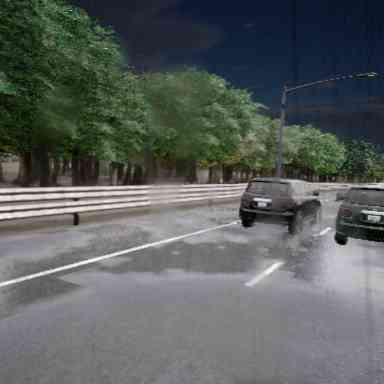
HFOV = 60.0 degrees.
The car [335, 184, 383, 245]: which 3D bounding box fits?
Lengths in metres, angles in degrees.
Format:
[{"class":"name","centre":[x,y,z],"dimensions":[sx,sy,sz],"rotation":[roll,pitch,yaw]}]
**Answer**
[{"class":"car","centre":[6.582,0.755,11.746],"dimensions":[2.150,2.045,5.566],"rotation":[5,5,32]}]

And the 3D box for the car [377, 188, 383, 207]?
[{"class":"car","centre":[18.096,0.467,29.959],"dimensions":[2.128,1.511,4.902],"rotation":[6,5,33]}]

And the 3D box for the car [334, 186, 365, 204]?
[{"class":"car","centre":[15.160,0.249,31.858],"dimensions":[1.994,1.385,4.181],"rotation":[6,5,33]}]

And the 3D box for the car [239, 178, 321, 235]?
[{"class":"car","centre":[3.909,0.452,14.060],"dimensions":[2.150,2.045,5.566],"rotation":[5,5,32]}]
